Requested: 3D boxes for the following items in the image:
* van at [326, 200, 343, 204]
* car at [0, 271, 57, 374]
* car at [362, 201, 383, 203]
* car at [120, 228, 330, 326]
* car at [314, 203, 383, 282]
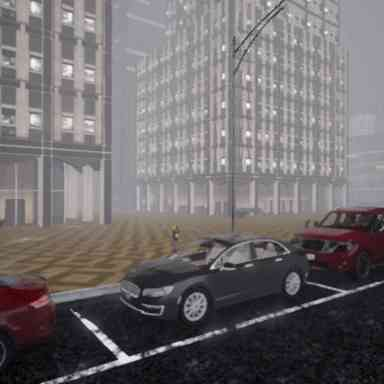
[{"bbox_3d":[34.959,2.791,82.066,1.690,1.788,3.998,-1,0,-36],"label":"van"},{"bbox_3d":[-3.825,1.572,3.839,4.206,1.307,1.802,1,-1,-35],"label":"car"},{"bbox_3d":[39.880,2.871,75.180,1.887,1.381,4.507,-1,0,-36],"label":"car"},{"bbox_3d":[0.676,1.593,7.049,4.403,1.369,2.008,1,-1,-35],"label":"car"},{"bbox_3d":[5.177,1.410,10.261,5.009,1.841,2.192,1,-1,-35],"label":"car"}]
